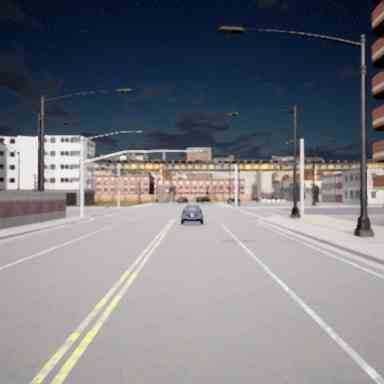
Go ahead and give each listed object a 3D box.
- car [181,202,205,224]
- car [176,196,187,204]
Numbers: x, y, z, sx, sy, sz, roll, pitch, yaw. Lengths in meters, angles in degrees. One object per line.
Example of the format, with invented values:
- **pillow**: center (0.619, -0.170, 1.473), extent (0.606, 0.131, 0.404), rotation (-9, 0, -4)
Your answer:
- **car**: center (0.022, 1.847, 27.494), extent (2.033, 1.411, 5.357), rotation (0, -1, 0)
- **car**: center (-2.829, 2.236, 93.121), extent (2.150, 2.045, 5.566), rotation (0, -1, 11)
